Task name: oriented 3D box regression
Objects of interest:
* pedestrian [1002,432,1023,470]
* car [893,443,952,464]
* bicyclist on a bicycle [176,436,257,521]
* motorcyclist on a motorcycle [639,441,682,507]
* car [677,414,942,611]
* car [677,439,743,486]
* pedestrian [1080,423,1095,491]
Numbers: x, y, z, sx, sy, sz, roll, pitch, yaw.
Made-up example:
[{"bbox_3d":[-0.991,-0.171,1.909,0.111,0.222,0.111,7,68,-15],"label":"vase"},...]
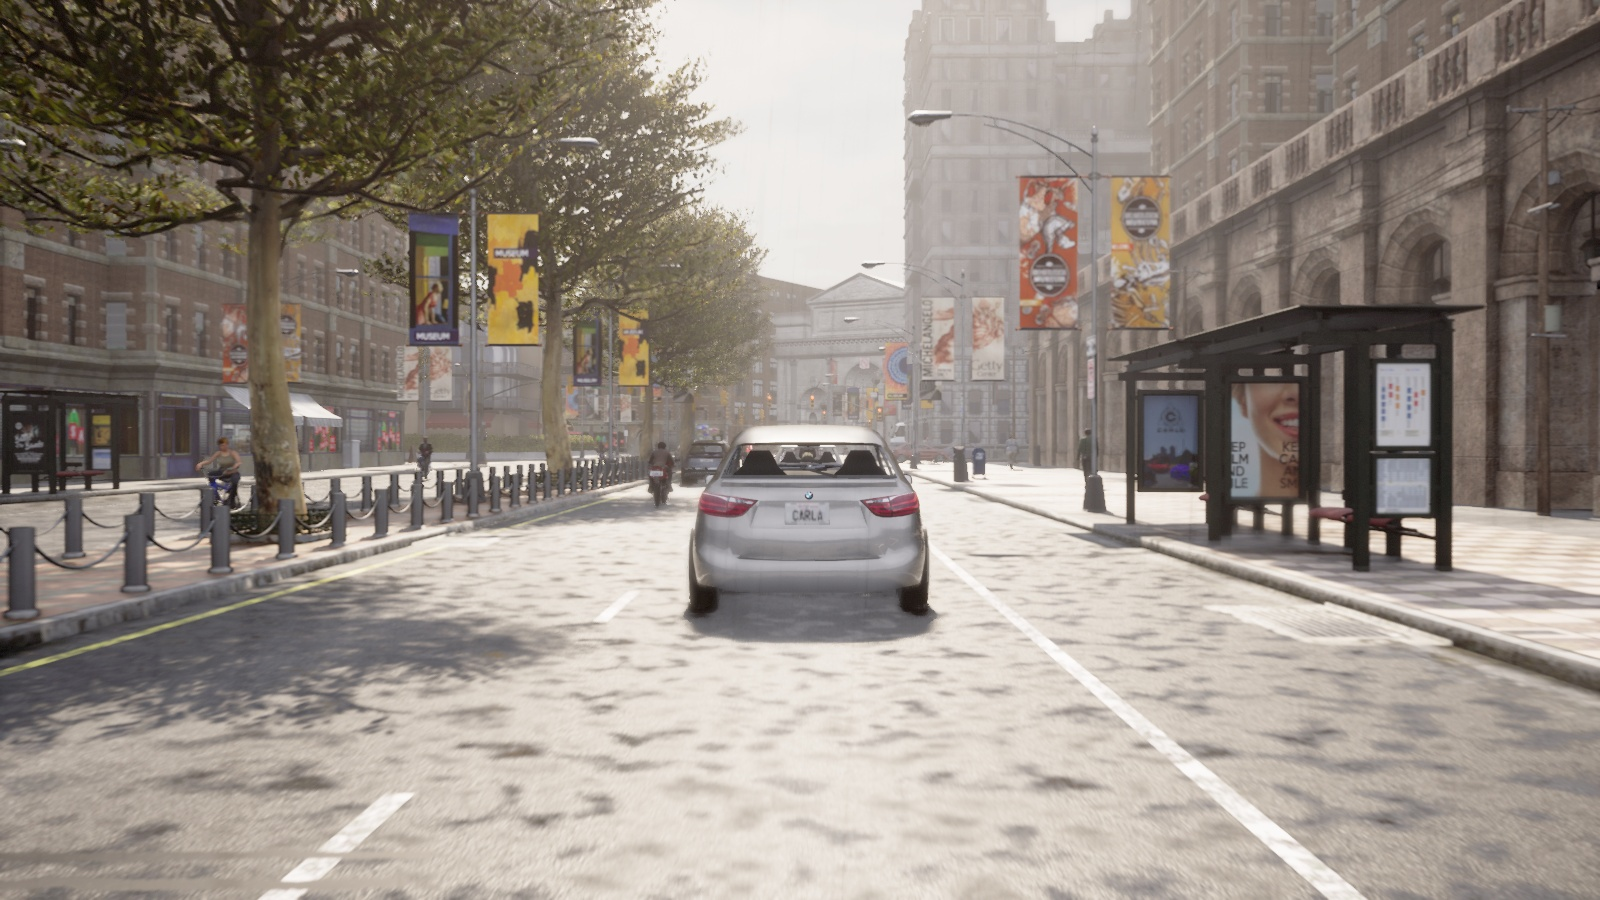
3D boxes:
[{"bbox_3d":[10.397,0.065,61.536,0.874,1.855,0.900,0,0,0],"label":"pedestrian"},{"bbox_3d":[9.022,0.245,92.652,4.193,1.474,1.816,0,0,3],"label":"car"},{"bbox_3d":[-11.340,0.536,24.474,0.866,1.612,1.509,0,0,1],"label":"bicyclist on a bicycle"},{"bbox_3d":[-3.314,0.557,29.990,0.797,1.523,2.044,0,0,0],"label":"motorcyclist on a motorcycle"},{"bbox_3d":[0.089,0.518,12.935,2.242,1.667,4.611,0,0,0],"label":"car"},{"bbox_3d":[-3.223,0.415,45.903,2.033,1.649,4.856,0,0,0],"label":"car"},{"bbox_3d":[8.423,0.203,36.787,0.423,1.949,0.788,0,0,13],"label":"pedestrian"}]
